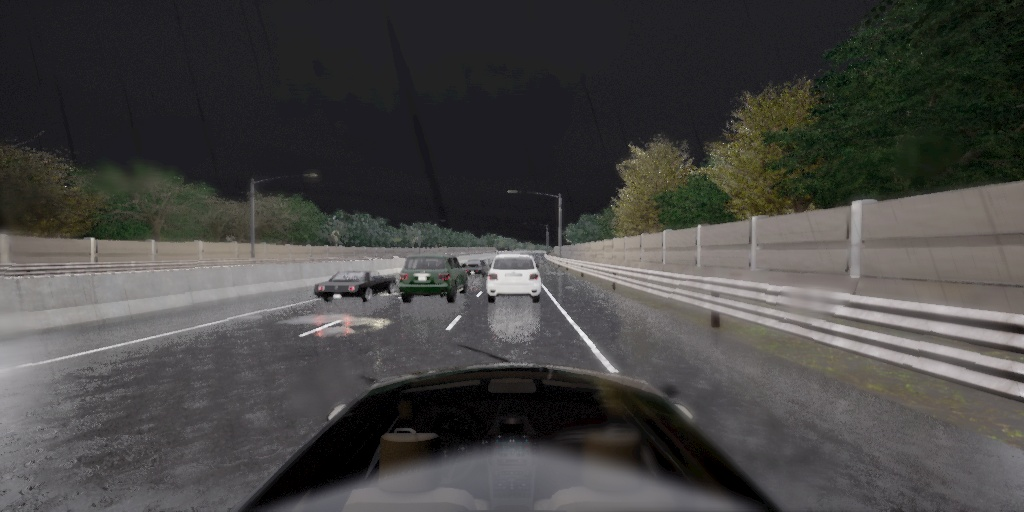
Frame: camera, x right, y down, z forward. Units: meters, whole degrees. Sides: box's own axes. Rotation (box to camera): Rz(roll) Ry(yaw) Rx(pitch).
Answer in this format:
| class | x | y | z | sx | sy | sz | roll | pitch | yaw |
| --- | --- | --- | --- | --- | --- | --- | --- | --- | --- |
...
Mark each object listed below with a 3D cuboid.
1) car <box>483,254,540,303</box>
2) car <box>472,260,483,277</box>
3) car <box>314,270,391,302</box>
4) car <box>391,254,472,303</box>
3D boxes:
| class | x | y | z | sx | sy | sz | roll | pitch | yaw |
| --- | --- | --- | --- | --- | --- | --- | --- | --- | --- |
| car | 0.094 | 0.935 | 16.369 | 2.150 | 2.045 | 5.566 | 0 | 1 | 1 |
| car | -3.124 | 1.057 | 31.273 | 1.837 | 1.490 | 4.892 | 0 | 1 | 1 |
| car | -6.906 | 1.295 | 16.459 | 1.895 | 1.301 | 4.718 | 0 | 1 | 1 |
| car | -3.406 | 0.936 | 16.413 | 2.150 | 2.045 | 5.566 | 0 | 1 | 1 |
